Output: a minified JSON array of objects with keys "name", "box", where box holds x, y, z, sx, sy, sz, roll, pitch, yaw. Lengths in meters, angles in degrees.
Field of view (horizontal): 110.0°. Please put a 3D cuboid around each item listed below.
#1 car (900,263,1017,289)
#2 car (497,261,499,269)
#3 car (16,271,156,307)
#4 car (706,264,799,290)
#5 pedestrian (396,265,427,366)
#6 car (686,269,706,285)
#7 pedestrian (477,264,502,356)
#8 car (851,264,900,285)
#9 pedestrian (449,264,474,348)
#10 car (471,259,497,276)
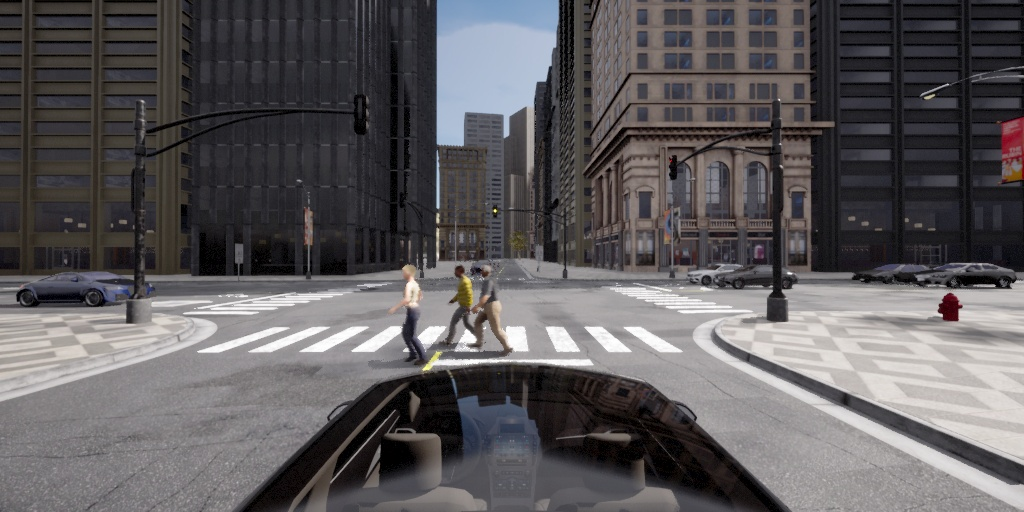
[{"name":"car","box":[27.279,1.172,21.738,4.902,1.511,2.128,0,0,0]},{"name":"car","box":[-3.047,1.371,46.660,1.994,1.385,4.181,0,0,0]},{"name":"car","box":[-17.654,1.333,15.011,4.181,1.385,1.994,0,0,0]},{"name":"car","box":[14.707,1.238,21.726,4.674,1.442,1.812,0,0,-1]},{"name":"pedestrian","box":[-1.834,1.044,6.570,0.375,1.860,0.375,0,0,0]},{"name":"car","box":[14.643,1.262,24.986,4.674,1.442,1.812,0,0,0]},{"name":"pedestrian","box":[-0.444,1.038,7.170,0.375,1.860,0.375,0,0,0]},{"name":"car","box":[27.067,1.252,24.992,5.357,1.411,2.033,0,0,0]},{"name":"pedestrian","box":[-1.087,1.030,7.771,0.375,1.860,0.375,0,0,0]},{"name":"car","box":[-3.039,1.141,37.641,2.097,1.767,4.553,0,0,0]}]
